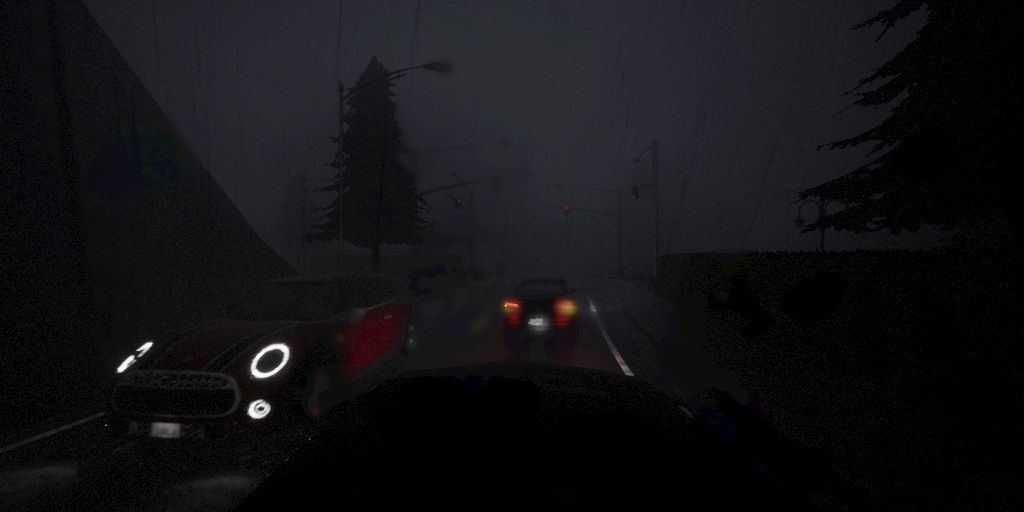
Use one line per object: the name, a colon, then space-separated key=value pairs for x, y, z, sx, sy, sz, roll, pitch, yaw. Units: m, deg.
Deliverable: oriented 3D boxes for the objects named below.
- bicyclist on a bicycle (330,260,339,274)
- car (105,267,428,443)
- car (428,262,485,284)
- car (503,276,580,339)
bicyclist on a bicycle: x=-17.376 y=1.203 z=35.307 sx=0.582 sy=1.620 sz=1.656 roll=0 pitch=0 yaw=8
car: x=-3.168 y=1.102 z=5.725 sx=2.097 sy=1.767 sz=4.553 roll=0 pitch=0 yaw=5
car: x=-4.509 y=1.227 z=26.472 sx=5.008 sy=1.535 sz=1.882 roll=0 pitch=0 yaw=3
car: x=0.916 y=1.276 z=10.034 sx=1.812 sy=1.442 sz=4.674 roll=0 pitch=0 yaw=9
